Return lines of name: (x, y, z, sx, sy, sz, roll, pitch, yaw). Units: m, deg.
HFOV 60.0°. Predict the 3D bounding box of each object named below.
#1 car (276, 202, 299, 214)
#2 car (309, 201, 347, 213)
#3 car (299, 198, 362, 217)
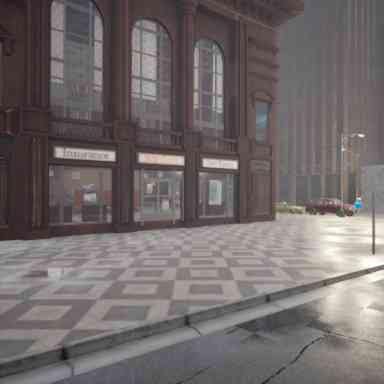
car: (10.737, 1.799, 38.023, 1.752, 1.417, 4.829, 0, 0, -35)
car: (17.596, 1.898, 43.091, 1.802, 1.307, 4.206, -1, 0, -35)
car: (13.884, 1.522, 33.570, 2.192, 1.841, 5.009, 0, 0, -35)
